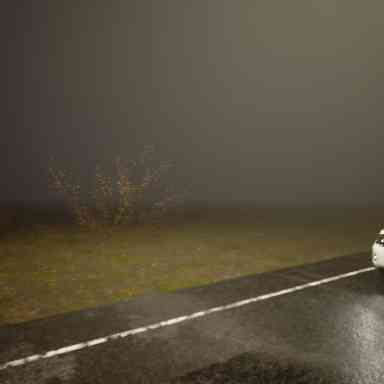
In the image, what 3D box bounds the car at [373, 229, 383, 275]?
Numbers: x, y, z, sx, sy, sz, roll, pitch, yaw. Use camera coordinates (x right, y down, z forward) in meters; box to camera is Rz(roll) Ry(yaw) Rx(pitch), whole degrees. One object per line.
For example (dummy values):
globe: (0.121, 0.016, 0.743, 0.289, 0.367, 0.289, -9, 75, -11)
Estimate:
car: (7.258, 1.222, 9.167, 5.566, 2.045, 2.150, 0, 0, -35)
